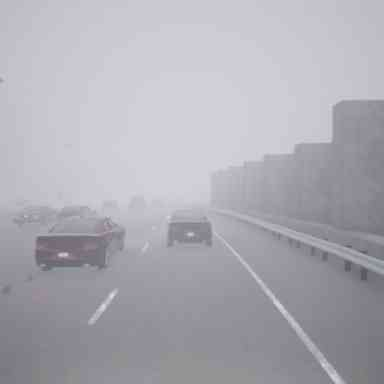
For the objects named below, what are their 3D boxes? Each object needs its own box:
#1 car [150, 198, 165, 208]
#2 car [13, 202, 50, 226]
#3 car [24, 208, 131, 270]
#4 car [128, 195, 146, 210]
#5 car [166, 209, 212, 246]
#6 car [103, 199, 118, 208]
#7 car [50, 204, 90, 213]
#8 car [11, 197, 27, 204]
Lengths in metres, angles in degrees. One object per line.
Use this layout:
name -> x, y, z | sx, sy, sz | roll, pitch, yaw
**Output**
car -> -5.399, 1.695, 51.455 | 2.128, 1.511, 4.902 | 0, 0, -14
car -> -11.183, 1.663, 24.341 | 2.033, 1.411, 5.357 | 0, 0, -7
car -> -3.517, 1.528, 11.327 | 1.882, 1.535, 5.008 | 0, 0, -2
car -> -7.826, 1.415, 47.201 | 2.150, 2.045, 5.566 | 0, 0, -13
car -> -0.201, 1.537, 15.687 | 1.882, 1.535, 5.008 | 0, 0, -3
car -> -11.126, 1.671, 45.377 | 1.882, 1.535, 5.008 | 0, 0, -13
car -> -7.658, 1.607, 22.428 | 1.837, 1.490, 4.892 | 1, 0, -5
car -> -28.632, 1.775, 56.486 | 2.128, 1.511, 4.902 | 0, 0, -16
